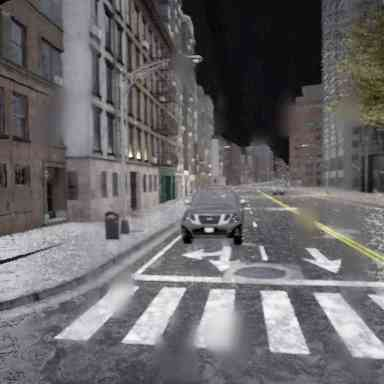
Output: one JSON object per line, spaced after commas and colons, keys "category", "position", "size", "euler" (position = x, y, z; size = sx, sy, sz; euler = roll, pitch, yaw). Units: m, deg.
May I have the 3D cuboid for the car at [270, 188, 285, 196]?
{"category": "car", "position": [13.459, -0.046, 52.710], "size": [1.895, 1.301, 4.718], "euler": [-1, 2, 8]}

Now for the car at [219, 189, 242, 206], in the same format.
{"category": "car", "position": [4.015, 0.521, 34.092], "size": [2.128, 1.511, 4.902], "euler": [-1, 2, 9]}

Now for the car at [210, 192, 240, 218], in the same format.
{"category": "car", "position": [2.485, 0.811, 23.892], "size": [1.882, 1.535, 5.008], "euler": [-1, 2, 8]}

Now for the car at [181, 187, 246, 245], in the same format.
{"category": "car", "position": [1.018, 0.840, 13.885], "size": [2.150, 2.045, 5.566], "euler": [-1, 2, 9]}
